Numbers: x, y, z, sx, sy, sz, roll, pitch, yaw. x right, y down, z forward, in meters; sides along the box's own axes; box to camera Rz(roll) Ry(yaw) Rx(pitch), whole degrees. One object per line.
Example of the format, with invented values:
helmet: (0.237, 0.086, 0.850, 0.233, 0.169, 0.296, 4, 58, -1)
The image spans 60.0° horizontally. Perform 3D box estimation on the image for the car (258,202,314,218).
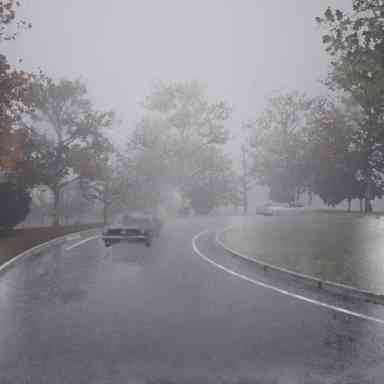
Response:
car: (8.395, 1.600, 29.883, 4.718, 1.301, 1.895, 0, 0, -17)

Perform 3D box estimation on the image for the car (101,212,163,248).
car: (-2.520, 1.601, 14.860, 1.895, 1.301, 4.718, 0, 0, 2)
